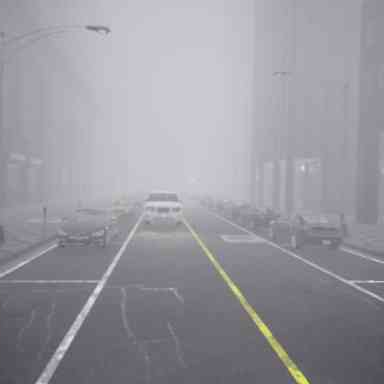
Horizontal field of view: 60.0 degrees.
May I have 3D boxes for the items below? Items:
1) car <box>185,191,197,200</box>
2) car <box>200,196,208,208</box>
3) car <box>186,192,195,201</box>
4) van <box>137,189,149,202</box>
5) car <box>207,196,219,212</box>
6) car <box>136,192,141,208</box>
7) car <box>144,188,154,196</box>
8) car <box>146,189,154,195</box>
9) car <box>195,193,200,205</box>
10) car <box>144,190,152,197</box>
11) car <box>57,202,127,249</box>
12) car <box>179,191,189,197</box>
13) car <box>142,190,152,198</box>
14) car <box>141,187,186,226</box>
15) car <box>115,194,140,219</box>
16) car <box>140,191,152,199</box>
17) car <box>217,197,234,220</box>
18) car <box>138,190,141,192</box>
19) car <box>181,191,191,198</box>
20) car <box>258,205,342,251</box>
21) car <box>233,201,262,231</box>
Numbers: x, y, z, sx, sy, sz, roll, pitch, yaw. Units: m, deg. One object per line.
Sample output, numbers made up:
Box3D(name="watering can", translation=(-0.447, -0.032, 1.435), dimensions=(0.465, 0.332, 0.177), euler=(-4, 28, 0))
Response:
Box3D(name="car", translation=(-0.285, 0.652, 64.306), dimensions=(1.967, 1.590, 4.097), euler=(2, 1, -6))
Box3D(name="car", translation=(2.401, 1.182, 36.315), dimensions=(1.887, 1.381, 4.507), euler=(2, 1, -6))
Box3D(name="car", translation=(0.249, 0.842, 58.709), dimensions=(1.887, 1.381, 4.507), euler=(2, 1, -6))
Box3D(name="van", translation=(-7.687, 0.501, 52.283), dimensions=(1.690, 1.788, 3.998), euler=(2, 1, -6))
Box3D(name="car", translation=(2.939, 1.265, 30.717), dimensions=(1.887, 1.381, 4.507), euler=(2, 1, -6))
Box3D(name="car", translation=(-6.083, 0.996, 35.491), dimensions=(1.802, 1.307, 4.206), euler=(2, 1, -6))
Box3D(name="car", translation=(-10.376, 0.046, 80.272), dimensions=(2.192, 1.841, 5.009), euler=(2, 1, -6))
Box3D(name="car", translation=(-11.457, -0.003, 91.469), dimensions=(1.967, 1.590, 4.097), euler=(2, 1, -6))
Box3D(name="car", translation=(1.862, 1.119, 41.915), dimensions=(1.947, 1.339, 4.313), euler=(2, 1, -6))
Box3D(name="car", translation=(-9.830, 0.345, 74.507), dimensions=(1.752, 1.417, 4.829), euler=(2, 1, -6))
Box3D(name="car", translation=(-3.930, 1.291, 13.098), dimensions=(2.008, 1.369, 4.403), euler=(2, 1, -6))
Box3D(name="car", translation=(-1.903, 0.504, 81.101), dimensions=(2.008, 1.369, 4.403), euler=(2, 1, -6))
Box3D(name="car", translation=(-9.305, 0.344, 69.078), dimensions=(1.967, 1.590, 4.097), euler=(2, 1, -6))
Box3D(name="car", translation=(-1.828, 0.925, 21.087), dimensions=(2.150, 2.045, 5.566), euler=(2, 1, -6))
Box3D(name="car", translation=(-4.989, 1.107, 24.125), dimensions=(1.752, 1.417, 4.829), euler=(2, 1, -6))
Box3D(name="car", translation=(-8.772, 0.555, 63.481), dimensions=(1.947, 1.339, 4.313), euler=(2, 1, -6))
Box3D(name="car", translation=(3.477, 1.347, 25.118), dimensions=(1.887, 1.381, 4.507), euler=(2, 1, -6))
Box3D(name="car", translation=(-7.153, 0.686, 46.686), dimensions=(1.967, 1.590, 4.097), euler=(2, 1, -6))
Box3D(name="car", translation=(-1.365, 0.585, 75.503), dimensions=(1.887, 1.381, 4.507), euler=(2, 1, -6))
Box3D(name="car", translation=(4.553, 1.514, 13.922), dimensions=(2.008, 1.369, 4.403), euler=(2, 1, -6))
Box3D(name="car", translation=(4.015, 1.428, 19.520), dimensions=(1.887, 1.381, 4.507), euler=(2, 1, -6))
